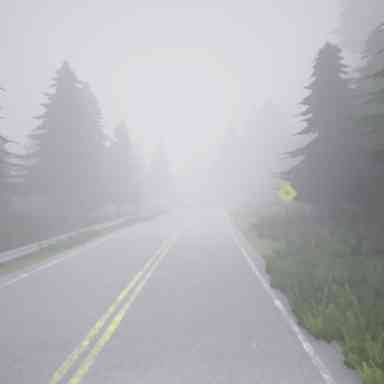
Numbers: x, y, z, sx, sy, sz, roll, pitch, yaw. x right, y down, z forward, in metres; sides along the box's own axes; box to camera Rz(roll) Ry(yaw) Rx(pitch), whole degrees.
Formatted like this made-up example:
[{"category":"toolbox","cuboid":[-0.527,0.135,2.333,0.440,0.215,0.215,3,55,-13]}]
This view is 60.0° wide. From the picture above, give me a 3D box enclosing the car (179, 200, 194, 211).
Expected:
[{"category":"car","cuboid":[-0.704,1.837,47.218,1.812,1.442,4.674,1,0,-1]}]
